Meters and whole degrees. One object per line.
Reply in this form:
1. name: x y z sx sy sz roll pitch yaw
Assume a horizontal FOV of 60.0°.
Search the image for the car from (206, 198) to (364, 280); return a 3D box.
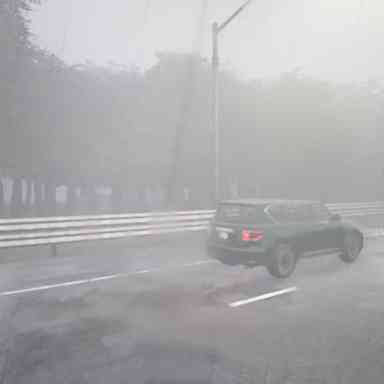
1. car: 2.991 1.205 10.199 5.566 2.045 2.150 -1 0 -36
